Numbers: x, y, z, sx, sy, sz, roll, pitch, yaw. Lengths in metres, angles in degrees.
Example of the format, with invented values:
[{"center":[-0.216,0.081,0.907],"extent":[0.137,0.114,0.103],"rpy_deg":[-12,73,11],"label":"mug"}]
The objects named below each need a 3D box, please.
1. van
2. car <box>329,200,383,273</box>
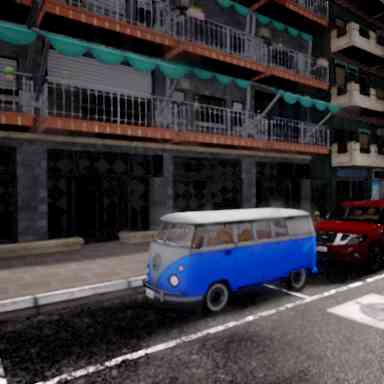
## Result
[{"center":[0.959,1.281,7.200],"extent":[3.998,1.788,1.690],"rpy_deg":[-1,0,-35],"label":"van"},{"center":[5.592,1.194,10.451],"extent":[5.009,1.841,2.192],"rpy_deg":[-1,0,-35],"label":"car"}]
